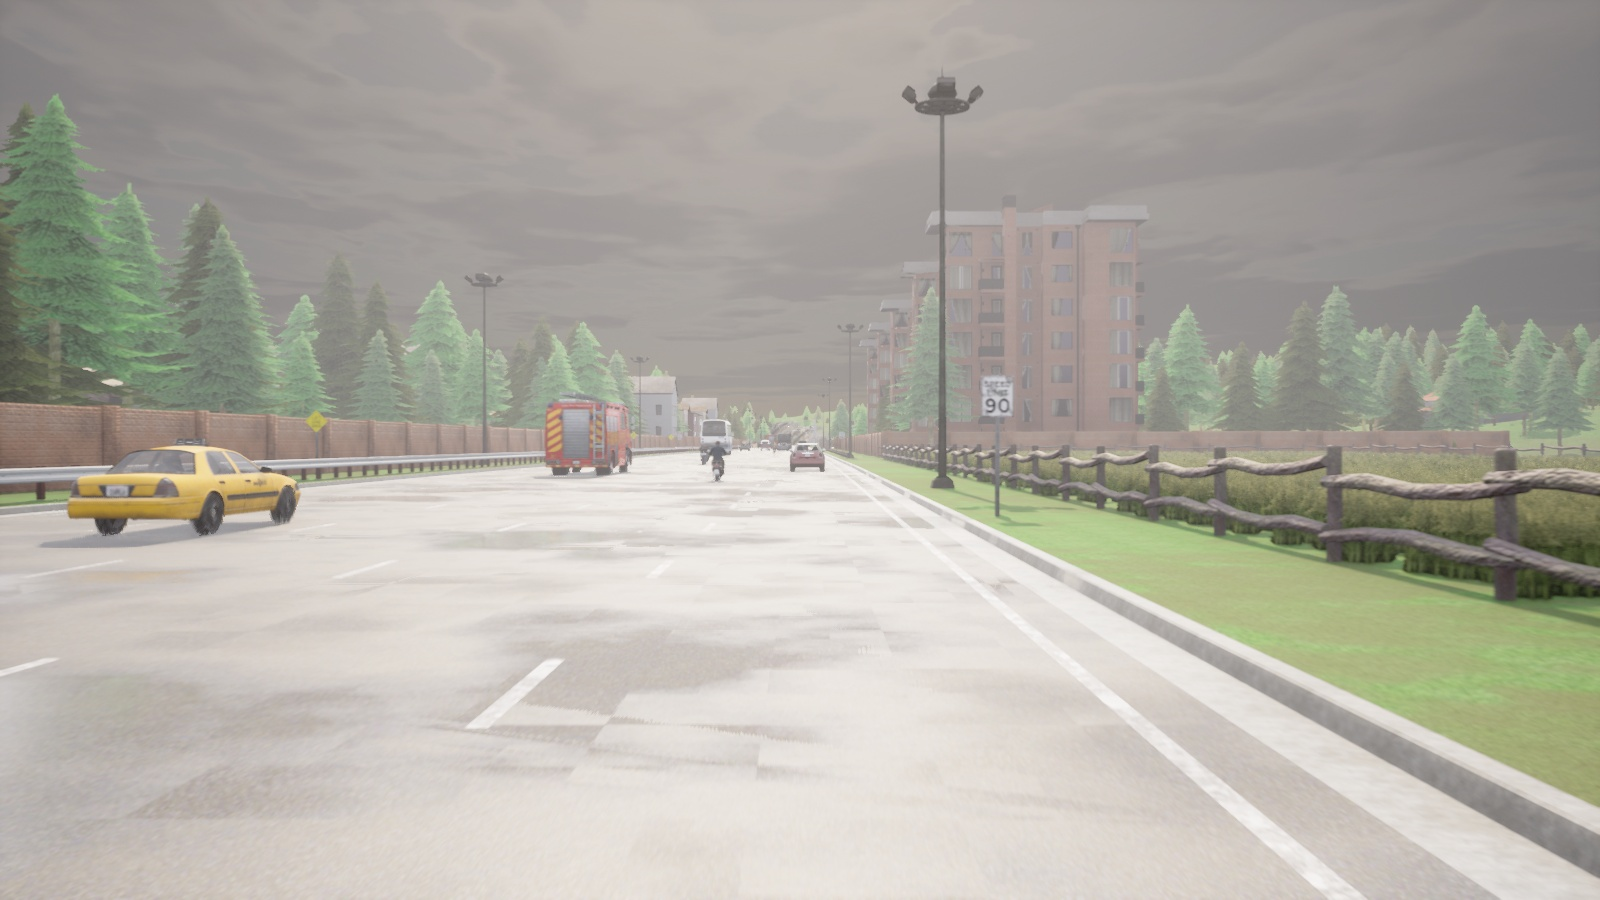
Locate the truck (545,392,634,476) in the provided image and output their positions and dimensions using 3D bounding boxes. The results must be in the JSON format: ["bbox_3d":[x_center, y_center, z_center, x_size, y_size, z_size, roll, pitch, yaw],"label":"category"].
[{"bbox_3d":[-10.135,-0.773,61.443,2.891,3.827,8.468,0,0,0],"label":"truck"}]

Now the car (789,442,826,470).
[{"bbox_3d":[0.402,0.328,68.075,1.970,1.475,3.806,0,0,0],"label":"car"}]

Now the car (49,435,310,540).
[{"bbox_3d":[-10.363,0.554,21.536,1.801,1.575,5.366,0,0,0],"label":"car"}]

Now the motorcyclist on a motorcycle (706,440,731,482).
[{"bbox_3d":[-3.205,0.419,49.328,0.866,1.590,1.817,0,0,0],"label":"motorcyclist on a motorcycle"}]
